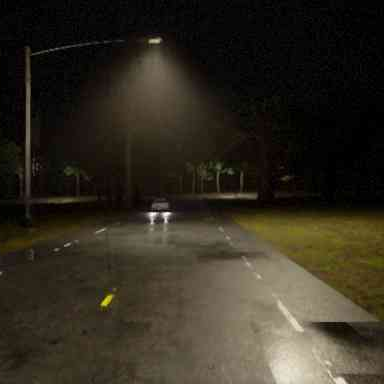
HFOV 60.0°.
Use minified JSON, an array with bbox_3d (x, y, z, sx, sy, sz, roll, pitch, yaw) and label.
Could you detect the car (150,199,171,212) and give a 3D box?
[{"bbox_3d":[-3.581,1.508,38.094,1.812,1.442,4.674,0,0,0],"label":"car"}]
